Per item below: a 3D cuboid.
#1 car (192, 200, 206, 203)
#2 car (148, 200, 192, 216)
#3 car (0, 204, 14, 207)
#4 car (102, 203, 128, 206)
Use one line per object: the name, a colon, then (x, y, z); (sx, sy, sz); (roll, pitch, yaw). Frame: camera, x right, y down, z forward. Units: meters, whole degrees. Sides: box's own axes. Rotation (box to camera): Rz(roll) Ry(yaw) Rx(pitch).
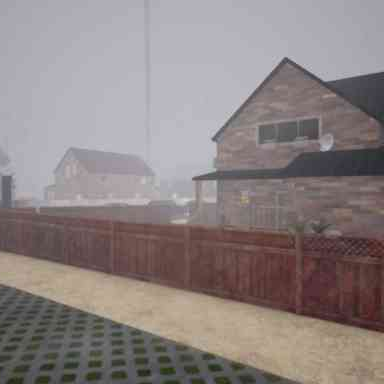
car: (0.212, 1.714, 40.649); (1.837, 1.490, 4.892); (0, 0, 36)
car: (-2.411, 1.517, 31.902); (2.097, 1.767, 4.553); (0, 0, 36)
car: (-13.252, 1.570, 21.632); (1.837, 1.490, 4.892); (0, 0, 34)
car: (-7.131, 1.676, 30.334); (2.033, 1.411, 5.357); (0, 0, 35)
